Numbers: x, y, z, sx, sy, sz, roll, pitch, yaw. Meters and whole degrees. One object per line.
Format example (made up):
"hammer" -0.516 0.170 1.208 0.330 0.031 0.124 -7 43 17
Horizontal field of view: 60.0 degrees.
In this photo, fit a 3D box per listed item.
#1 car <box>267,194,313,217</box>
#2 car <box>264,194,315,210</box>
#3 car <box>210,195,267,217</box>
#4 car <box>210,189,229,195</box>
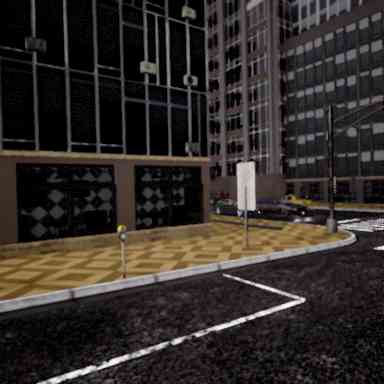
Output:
"car" 6.732 1.139 26.790 2.033 1.411 5.357 -2 2 -34
"car" 9.545 0.913 32.863 1.752 1.417 4.829 -2 1 -34
"car" 3.543 1.203 26.925 2.008 1.369 4.403 -2 1 -34
"car" 0.976 0.724 35.155 2.150 2.045 5.566 -2 2 -34
